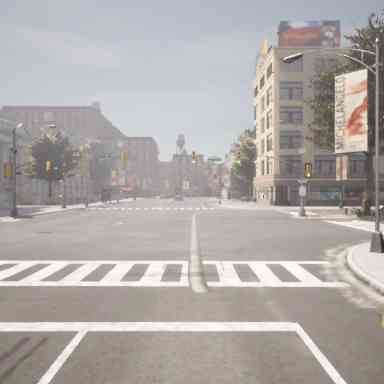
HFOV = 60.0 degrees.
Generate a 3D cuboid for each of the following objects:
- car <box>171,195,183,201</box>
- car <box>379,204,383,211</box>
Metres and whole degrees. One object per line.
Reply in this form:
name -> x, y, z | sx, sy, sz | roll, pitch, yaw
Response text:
car -> -3.518, 1.556, 85.178 | 2.033, 1.411, 5.357 | 0, 0, 0
car -> 22.908, 1.499, 36.083 | 4.902, 1.511, 2.128 | 0, 0, 0
